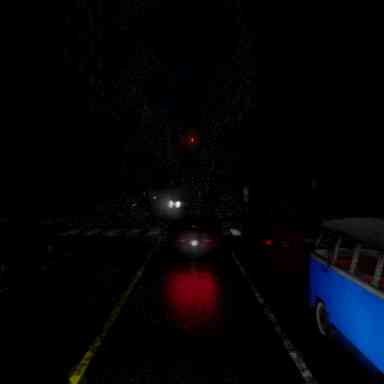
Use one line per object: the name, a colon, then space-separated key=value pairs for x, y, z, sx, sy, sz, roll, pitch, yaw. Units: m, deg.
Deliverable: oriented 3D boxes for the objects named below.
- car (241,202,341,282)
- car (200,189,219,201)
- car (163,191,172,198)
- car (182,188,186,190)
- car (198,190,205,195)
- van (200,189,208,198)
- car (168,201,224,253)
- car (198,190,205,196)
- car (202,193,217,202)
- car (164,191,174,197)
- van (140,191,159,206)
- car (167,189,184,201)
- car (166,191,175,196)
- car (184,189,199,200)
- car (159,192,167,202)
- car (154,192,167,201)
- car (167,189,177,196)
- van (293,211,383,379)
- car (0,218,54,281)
car: x=2.638 y=1.187 z=9.289 sx=2.192 sy=1.841 sz=5.009 roll=0 pitch=1 yaw=0
car: x=2.708 y=0.677 z=46.656 sx=2.192 sy=1.841 sz=5.009 roll=0 pitch=1 yaw=0
car: x=-5.395 y=0.519 z=73.518 sx=1.752 sy=1.417 sz=4.829 roll=0 pitch=1 yaw=0
car: x=-2.745 y=0.148 z=70.622 sx=1.837 sy=1.490 sz=4.892 roll=0 pitch=1 yaw=0
car: x=2.666 y=0.134 z=95.309 sx=1.967 sy=1.590 sz=4.097 roll=0 pitch=1 yaw=0
van: x=2.685 y=0.332 z=73.686 sx=1.690 sy=1.788 sz=3.998 roll=0 pitch=1 yaw=0
car: x=0.175 y=1.328 z=12.916 sx=1.837 sy=1.490 sz=4.892 roll=0 pitch=1 yaw=2
car: x=2.671 y=0.291 z=90.075 sx=1.752 sy=1.417 sz=4.829 roll=0 pitch=1 yaw=0
car: x=2.703 y=0.839 z=52.065 sx=2.008 sy=1.369 sz=4.403 roll=0 pitch=1 yaw=0
car: x=-5.393 y=0.468 z=79.093 sx=2.008 sy=1.369 sz=4.403 roll=0 pitch=1 yaw=0
van: x=-5.405 y=0.777 z=41.250 sx=1.690 sy=1.788 sz=3.998 roll=0 pitch=1 yaw=0
car: x=-2.819 y=0.740 z=54.917 sx=2.128 sy=1.511 sz=4.902 roll=0 pitch=1 yaw=0
car: x=-5.391 y=0.408 z=84.499 sx=1.947 sy=1.339 sz=4.313 roll=0 pitch=1 yaw=0
car: x=0.025 y=0.685 z=63.071 sx=2.033 sy=1.411 sz=5.357 roll=0 pitch=1 yaw=0
car: x=-5.402 y=0.854 z=52.065 sx=1.947 sy=1.339 sz=4.313 roll=0 pitch=1 yaw=0
car: x=-5.400 y=0.759 z=57.470 sx=1.887 sy=1.381 sz=4.507 roll=0 pitch=1 yaw=0
car: x=-5.389 y=0.083 z=89.901 sx=2.192 sy=1.841 sz=5.009 roll=0 pitch=1 yaw=0
van: x=2.637 y=1.288 z=3.778 sx=1.690 sy=1.788 sz=3.998 roll=0 pitch=1 yaw=0
car: x=-5.387 y=1.438 z=9.293 sx=1.947 sy=1.339 sz=4.313 roll=0 pitch=1 yaw=0
